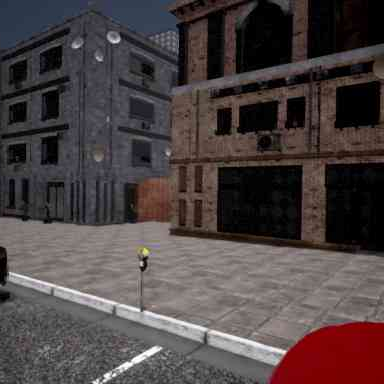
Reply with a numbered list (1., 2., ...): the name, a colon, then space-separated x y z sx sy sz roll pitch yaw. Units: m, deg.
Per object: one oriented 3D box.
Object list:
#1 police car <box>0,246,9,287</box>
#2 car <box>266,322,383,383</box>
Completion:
1. police car: -6.289 1.421 7.769 5.238 1.638 1.930 0 0 36
2. car: 2.582 1.316 0.964 5.009 1.841 2.192 0 1 36
